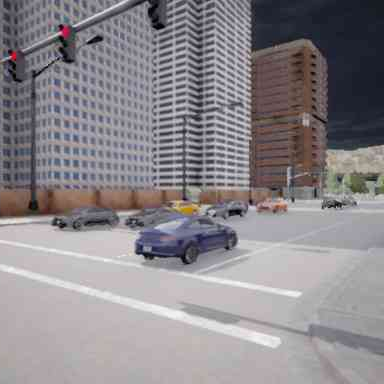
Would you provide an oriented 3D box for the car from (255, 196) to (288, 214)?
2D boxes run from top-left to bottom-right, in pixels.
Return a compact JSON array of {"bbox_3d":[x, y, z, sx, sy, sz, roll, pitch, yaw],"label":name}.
[{"bbox_3d":[8.730,1.365,36.254,2.097,1.767,4.553,0,0,36],"label":"car"}]

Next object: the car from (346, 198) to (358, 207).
[{"bbox_3d":[23.913,1.557,50.868,2.033,1.411,5.357,0,0,36],"label":"car"}]

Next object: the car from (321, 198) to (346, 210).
[{"bbox_3d":[17.943,1.515,42.660,1.837,1.490,4.892,0,0,36],"label":"car"}]

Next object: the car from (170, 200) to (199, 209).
[{"bbox_3d":[-1.376,1.493,28.330,1.882,1.535,5.008,0,0,36],"label":"car"}]

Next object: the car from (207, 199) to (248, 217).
[{"bbox_3d":[2.956,1.504,28.334,2.128,1.511,4.902,0,0,36],"label":"car"}]

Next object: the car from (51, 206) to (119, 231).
[{"bbox_3d":[-6.650,1.579,21.051,1.994,1.385,4.181,0,0,36],"label":"car"}]

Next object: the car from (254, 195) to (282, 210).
[{"bbox_3d":[10.136,1.368,44.097,2.097,1.767,4.553,0,0,36],"label":"car"}]

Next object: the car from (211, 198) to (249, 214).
[{"bbox_3d":[4.240,1.493,36.042,1.882,1.535,5.008,0,0,36],"label":"car"}]

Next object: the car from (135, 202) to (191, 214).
[{"bbox_3d":[-2.246,1.576,21.176,1.994,1.385,4.181,0,0,36],"label":"car"}]

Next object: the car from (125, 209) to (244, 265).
[{"bbox_3d":[-0.070,1.532,11.848,1.812,1.442,4.674,-1,0,33],"label":"car"}]
